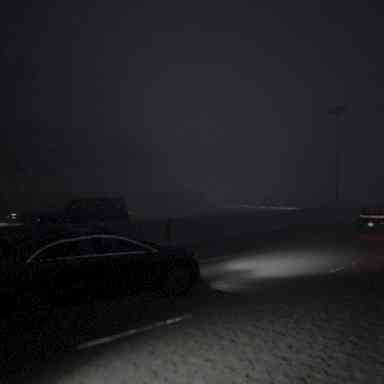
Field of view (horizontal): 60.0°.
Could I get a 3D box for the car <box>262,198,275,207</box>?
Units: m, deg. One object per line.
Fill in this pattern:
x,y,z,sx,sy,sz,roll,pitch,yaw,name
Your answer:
13.075,1.746,56.848,1.837,1.490,4.892,0,0,11,car

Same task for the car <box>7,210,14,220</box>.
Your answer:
-11.809,1.563,26.264,4.892,1.490,1.837,0,0,-43,car

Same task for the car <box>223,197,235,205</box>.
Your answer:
7.050,1.750,62.853,1.837,1.490,4.892,1,0,7,car

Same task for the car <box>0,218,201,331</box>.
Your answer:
-2.021,1.510,6.950,4.902,1.511,2.128,0,0,-37,car

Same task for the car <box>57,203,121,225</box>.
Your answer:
-7.765,1.631,25.322,4.181,1.385,1.994,0,0,-45,car

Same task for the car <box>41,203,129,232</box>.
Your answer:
-6.781,1.547,21.428,4.902,1.511,2.128,0,0,-43,car

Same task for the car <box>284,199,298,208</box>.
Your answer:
15.871,1.801,53.310,1.994,1.385,4.181,0,0,13,car

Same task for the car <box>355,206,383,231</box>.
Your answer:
11.449,1.598,20.414,2.128,1.511,4.902,0,0,38,car

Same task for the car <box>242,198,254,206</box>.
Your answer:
10.476,1.817,62.575,1.994,1.385,4.181,0,0,7,car

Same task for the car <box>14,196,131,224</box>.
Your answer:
-5.894,1.266,17.476,5.566,2.045,2.150,0,0,-41,car
